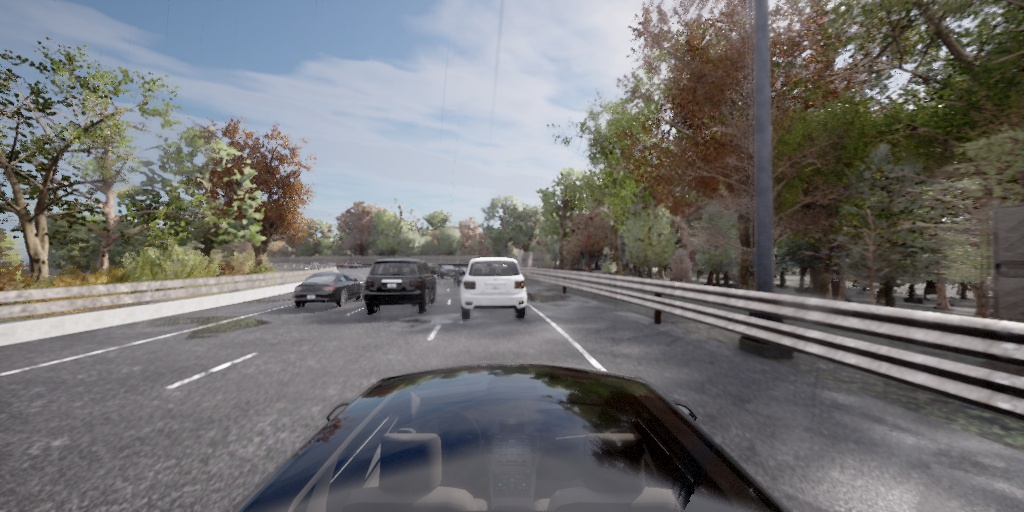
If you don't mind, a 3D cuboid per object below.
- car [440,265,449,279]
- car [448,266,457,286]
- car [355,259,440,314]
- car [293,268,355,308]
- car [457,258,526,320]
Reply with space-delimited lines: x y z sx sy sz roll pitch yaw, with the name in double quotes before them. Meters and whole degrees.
"car" -7.223 1.770 39.865 1.812 1.442 4.674 0 -1 -20
"car" -3.629 1.643 28.504 2.033 1.411 5.357 0 -1 -14
"car" -4.457 1.146 14.988 2.150 2.045 5.566 0 -1 -7
"car" -8.239 1.472 16.366 1.812 1.442 4.674 0 -1 -8
"car" -0.820 1.121 13.686 2.150 2.045 5.566 0 -1 -7
